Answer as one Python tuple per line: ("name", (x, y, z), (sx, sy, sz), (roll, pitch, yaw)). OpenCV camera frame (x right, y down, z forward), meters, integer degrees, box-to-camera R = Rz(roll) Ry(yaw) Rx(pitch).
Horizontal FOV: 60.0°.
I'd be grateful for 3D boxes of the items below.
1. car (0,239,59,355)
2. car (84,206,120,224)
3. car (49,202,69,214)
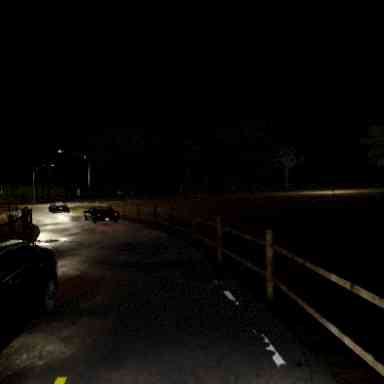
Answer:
("car", (-3.354, 1.519, 4.733), (2.128, 1.511, 4.902), (0, 0, -7))
("car", (-7.330, 1.739, 26.549), (1.895, 1.301, 4.718), (-1, 0, -28))
("car", (-16.387, 1.905, 40.891), (1.994, 1.385, 4.181), (-1, 0, -29))
